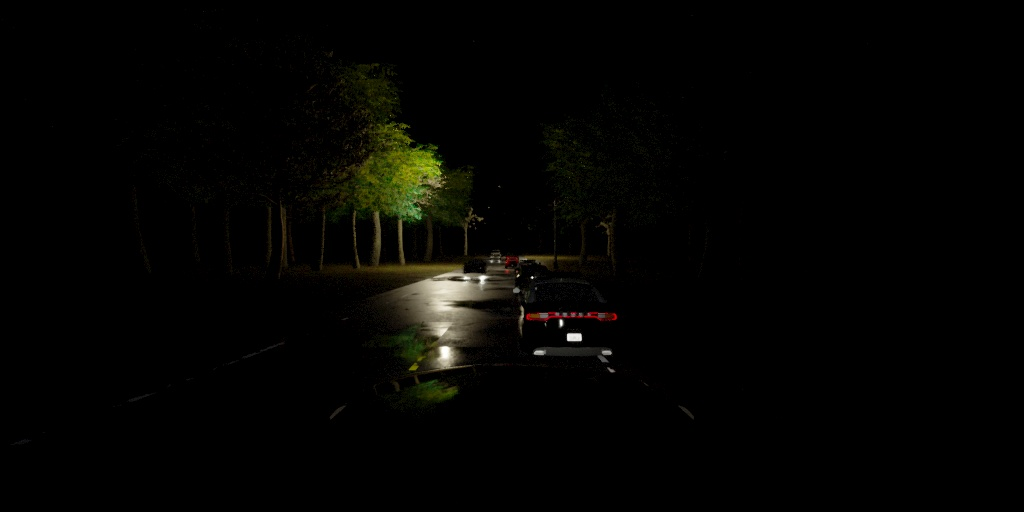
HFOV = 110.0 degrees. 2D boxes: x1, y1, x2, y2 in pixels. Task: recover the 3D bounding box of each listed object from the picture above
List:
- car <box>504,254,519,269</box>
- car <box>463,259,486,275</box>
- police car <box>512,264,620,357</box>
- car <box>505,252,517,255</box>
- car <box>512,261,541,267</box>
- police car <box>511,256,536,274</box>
[{"bbox_3d":[0.059,0.898,47.254,1.812,1.442,4.674,0,1,1],"label":"car"},{"bbox_3d":[-3.579,1.017,35.144,1.882,1.535,5.008,0,1,0],"label":"car"},{"bbox_3d":[1.056,1.166,8.645,1.930,1.638,5.238,0,0,0],"label":"police car"},{"bbox_3d":[0.035,0.288,60.139,2.150,2.045,5.566,0,2,0],"label":"car"},{"bbox_3d":[1.061,1.198,18.534,1.837,1.490,4.892,0,0,0],"label":"car"},{"bbox_3d":[1.065,1.068,24.645,1.930,1.638,5.238,0,0,0],"label":"police car"}]
